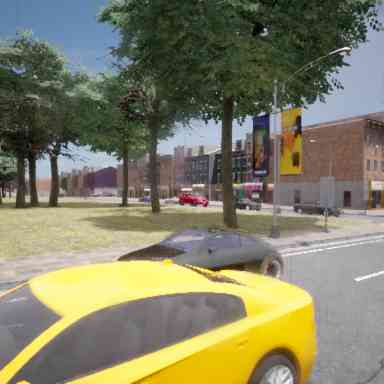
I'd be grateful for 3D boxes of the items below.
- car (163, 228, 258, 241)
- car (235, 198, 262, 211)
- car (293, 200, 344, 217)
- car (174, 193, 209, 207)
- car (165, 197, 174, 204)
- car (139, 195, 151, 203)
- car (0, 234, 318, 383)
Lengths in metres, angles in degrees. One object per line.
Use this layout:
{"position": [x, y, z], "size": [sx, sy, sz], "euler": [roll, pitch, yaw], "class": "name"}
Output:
{"position": [0.251, 1.569, 7.859], "size": [4.181, 1.385, 1.994], "euler": [0, 0, -36], "class": "car"}
{"position": [6.363, 1.496, 40.456], "size": [1.837, 1.490, 4.892], "euler": [1, 0, -35], "class": "car"}
{"position": [12.193, 1.588, 32.268], "size": [1.837, 1.490, 4.892], "euler": [1, 0, -35], "class": "car"}
{"position": [0.158, 1.136, 49.187], "size": [2.150, 2.045, 5.566], "euler": [1, 0, -35], "class": "car"}
{"position": [-2.907, 1.488, 58.461], "size": [1.895, 1.301, 4.718], "euler": [1, 0, -35], "class": "car"}
{"position": [-8.779, 1.401, 66.612], "size": [2.033, 1.411, 5.357], "euler": [1, 0, -35], "class": "car"}
{"position": [-0.937, 1.476, 3.019], "size": [5.008, 1.535, 1.882], "euler": [0, 0, -36], "class": "car"}
